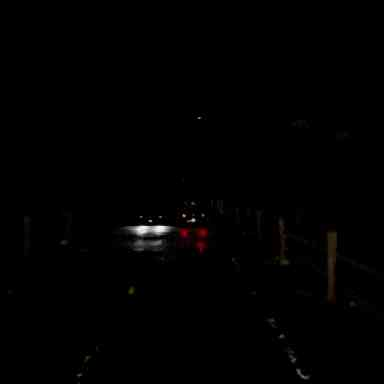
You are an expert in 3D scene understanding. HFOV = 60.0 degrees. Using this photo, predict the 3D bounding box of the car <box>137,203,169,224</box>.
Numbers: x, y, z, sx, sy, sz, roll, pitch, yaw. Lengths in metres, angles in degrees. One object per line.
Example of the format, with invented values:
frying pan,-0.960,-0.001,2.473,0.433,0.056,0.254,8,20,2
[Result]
car,-2.757,1.550,24.743,2.033,1.411,5.357,0,0,0

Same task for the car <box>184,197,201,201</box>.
car,0.089,1.384,41.027,2.097,1.767,4.553,0,0,0

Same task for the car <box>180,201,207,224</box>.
car,0.094,1.603,24.476,1.895,1.301,4.718,0,0,0
